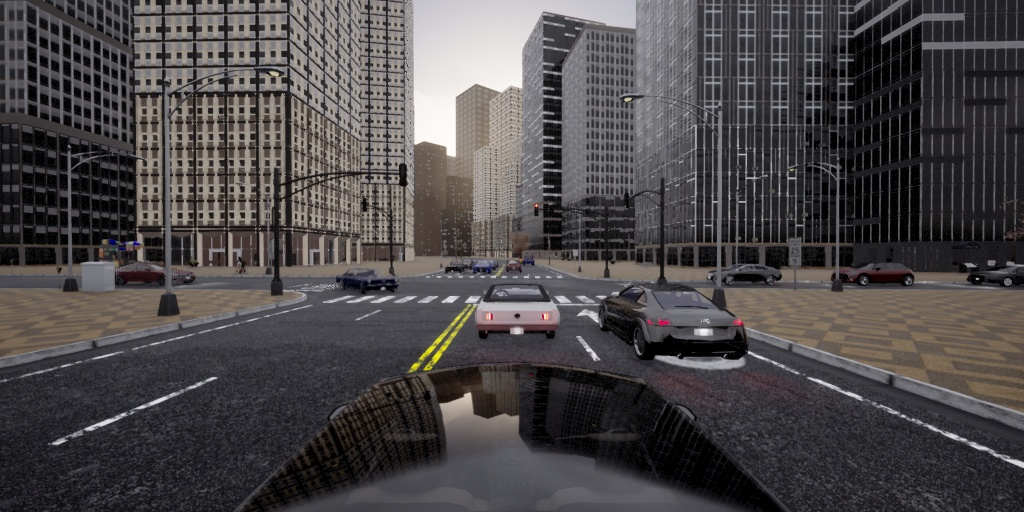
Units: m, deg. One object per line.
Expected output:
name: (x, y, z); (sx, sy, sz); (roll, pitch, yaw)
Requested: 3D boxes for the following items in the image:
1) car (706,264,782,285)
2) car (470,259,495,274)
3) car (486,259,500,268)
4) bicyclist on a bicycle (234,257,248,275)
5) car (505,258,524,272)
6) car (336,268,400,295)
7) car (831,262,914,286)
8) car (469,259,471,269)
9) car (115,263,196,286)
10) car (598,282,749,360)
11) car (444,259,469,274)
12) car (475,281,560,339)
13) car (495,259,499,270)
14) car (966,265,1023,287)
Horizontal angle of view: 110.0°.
car: (16.877, 1.302, 26.168); (4.902, 1.511, 2.128); (0, 0, 1)
car: (-3.252, 1.199, 40.668); (1.882, 1.535, 5.008); (0, 0, 0)
car: (-3.204, 1.231, 60.391); (2.033, 1.411, 5.357); (0, 0, 0)
bicyclist on a bicycle: (-24.630, 0.872, 32.559); (0.582, 1.620, 1.656); (0, 1, 2)
car: (0.216, 1.237, 46.191); (1.812, 1.442, 4.674); (0, 0, 0)
car: (-8.093, 1.348, 20.050); (1.895, 1.301, 4.718); (0, 0, -44)
car: (25.959, 1.204, 25.951); (4.553, 1.767, 2.097); (0, 0, 1)
car: (-6.473, 1.207, 51.696); (1.837, 1.490, 4.892); (0, 0, 0)
car: (-23.784, 1.174, 23.808); (4.674, 1.442, 1.812); (0, 0, 1)
car: (3.372, 1.312, 8.334); (1.994, 1.385, 4.181); (0, 0, 0)
car: (-6.502, 1.321, 41.345); (1.895, 1.301, 4.718); (0, 0, 0)
car: (0.120, 1.348, 10.054); (1.895, 1.301, 4.718); (0, 0, 0)
car: (-3.227, 1.231, 50.012); (1.812, 1.442, 4.674); (0, 0, 0)
car: (35.860, 1.402, 25.714); (4.892, 1.490, 1.837); (0, 0, 1)
